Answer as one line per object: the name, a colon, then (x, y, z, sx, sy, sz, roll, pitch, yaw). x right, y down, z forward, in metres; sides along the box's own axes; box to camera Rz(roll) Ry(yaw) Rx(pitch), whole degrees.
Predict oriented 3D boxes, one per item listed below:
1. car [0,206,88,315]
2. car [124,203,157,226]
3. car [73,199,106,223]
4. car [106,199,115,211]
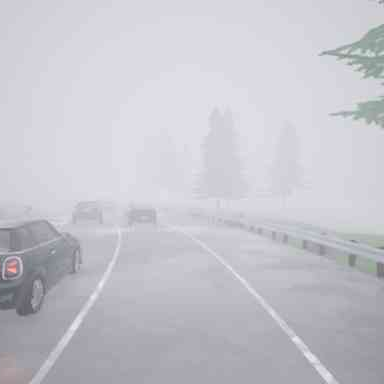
car: (-4.051, 1.372, 7.671, 2.097, 1.767, 4.553, 0, 0, -6)
car: (-3.789, 1.497, 23.867, 1.882, 1.535, 5.008, 0, 0, -17)
car: (-8.050, 1.393, 25.651, 2.097, 1.767, 4.553, 0, 0, -18)
car: (-10.840, 1.559, 40.449, 2.163, 1.488, 4.792, 0, 0, -28)
